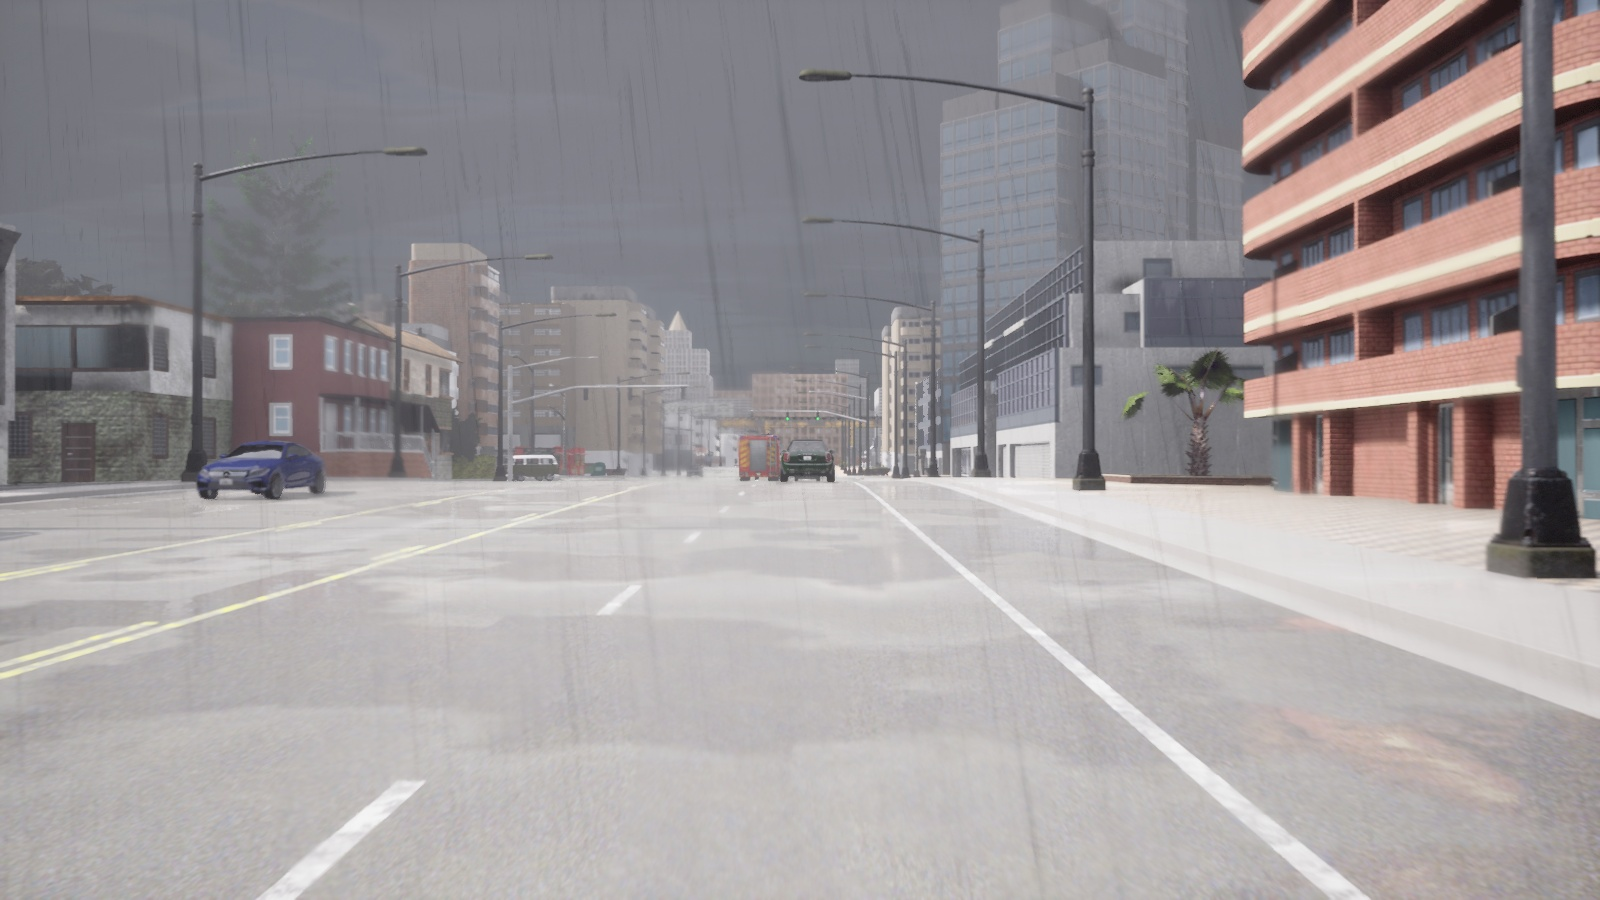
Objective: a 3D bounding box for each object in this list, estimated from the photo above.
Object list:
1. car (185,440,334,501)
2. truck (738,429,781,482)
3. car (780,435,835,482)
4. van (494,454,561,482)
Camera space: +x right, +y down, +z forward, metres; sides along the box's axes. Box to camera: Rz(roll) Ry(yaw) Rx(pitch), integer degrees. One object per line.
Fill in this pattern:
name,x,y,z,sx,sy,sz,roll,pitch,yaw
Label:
car,-13.803,0.468,32.394,1.812,1.442,4.674,0,1,0
truck,-2.961,0.470,94.279,2.891,3.827,8.468,0,-1,0
car,0.293,0.371,49.667,2.097,1.767,4.553,0,-1,0
van,-20.681,1.364,95.417,4.480,2.038,2.069,0,-1,-41
